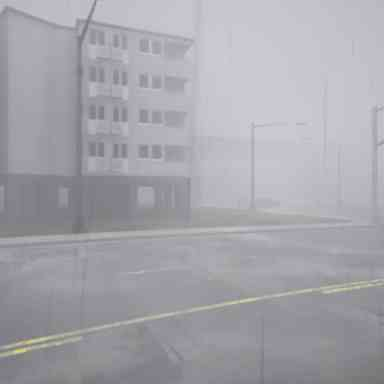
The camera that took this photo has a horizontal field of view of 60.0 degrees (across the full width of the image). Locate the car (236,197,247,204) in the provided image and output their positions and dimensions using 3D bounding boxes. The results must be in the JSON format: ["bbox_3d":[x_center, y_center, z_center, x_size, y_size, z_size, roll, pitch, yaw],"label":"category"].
[{"bbox_3d":[9.999,1.655,66.742,1.882,1.535,5.008,0,1,13],"label":"car"}]

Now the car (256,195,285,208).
[{"bbox_3d":[11.617,1.648,50.982,1.837,1.490,4.892,0,0,-20],"label":"car"}]
